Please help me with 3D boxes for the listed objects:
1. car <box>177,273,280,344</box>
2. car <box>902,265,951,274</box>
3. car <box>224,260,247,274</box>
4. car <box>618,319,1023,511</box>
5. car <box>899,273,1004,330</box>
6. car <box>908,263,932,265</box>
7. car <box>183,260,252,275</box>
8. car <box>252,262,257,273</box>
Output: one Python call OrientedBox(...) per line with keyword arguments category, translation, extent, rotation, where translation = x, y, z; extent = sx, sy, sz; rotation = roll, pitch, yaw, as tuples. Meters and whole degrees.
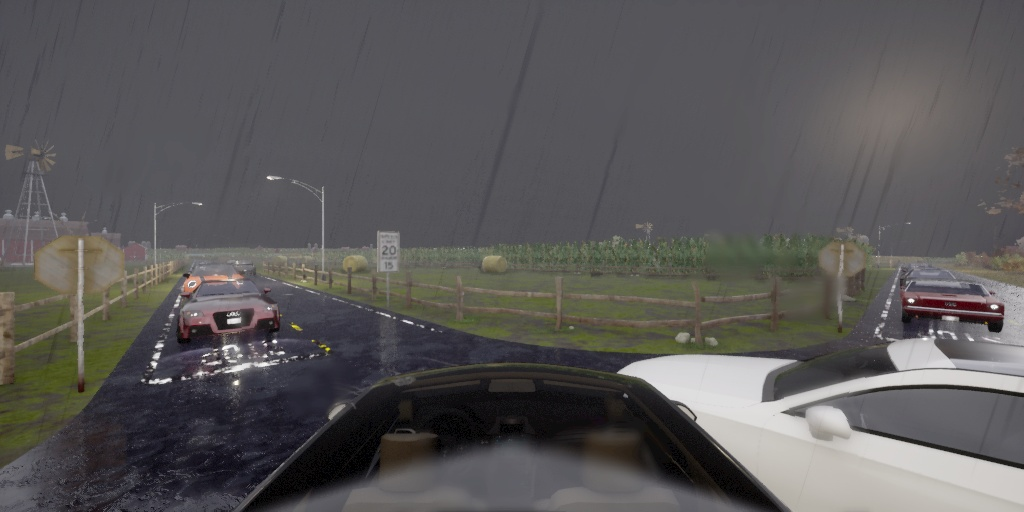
OrientedBox(category="car", translation=(-7.879, 1.351, 9.940), extent=(1.994, 1.385, 4.181), rotation=(0, 0, -42))
OrientedBox(category="car", translation=(20.709, 1.350, 17.793), extent=(5.357, 1.411, 2.033), rotation=(0, 1, -42))
OrientedBox(category="car", translation=(-33.425, 1.283, 43.277), extent=(1.837, 1.490, 4.892), rotation=(0, 0, -41))
OrientedBox(category="car", translation=(2.851, 1.293, 2.283), extent=(1.812, 1.442, 4.674), rotation=(0, 1, -44))
OrientedBox(category="car", translation=(13.589, 1.390, 11.276), extent=(4.718, 1.301, 1.895), rotation=(0, 1, -43))
OrientedBox(category="car", translation=(27.504, 1.383, 24.004), extent=(4.181, 1.385, 1.994), rotation=(0, 1, -42))
OrientedBox(category="car", translation=(-13.613, 1.133, 16.461), extent=(2.097, 1.767, 4.553), rotation=(0, 0, -41))
OrientedBox(category="car", translation=(-26.753, 1.266, 35.776), extent=(2.128, 1.511, 4.902), rotation=(0, 0, -41))
